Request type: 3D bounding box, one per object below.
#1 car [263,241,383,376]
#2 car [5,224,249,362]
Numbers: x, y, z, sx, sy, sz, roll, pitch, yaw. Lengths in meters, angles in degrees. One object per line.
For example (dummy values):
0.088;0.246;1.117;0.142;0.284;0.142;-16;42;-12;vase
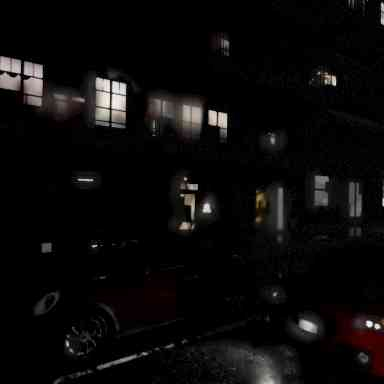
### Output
3.134;1.573;5.512;4.181;1.385;1.994;0;0;-36;car
-0.962;1.444;5.863;4.097;1.590;1.967;0;1;-36;car
